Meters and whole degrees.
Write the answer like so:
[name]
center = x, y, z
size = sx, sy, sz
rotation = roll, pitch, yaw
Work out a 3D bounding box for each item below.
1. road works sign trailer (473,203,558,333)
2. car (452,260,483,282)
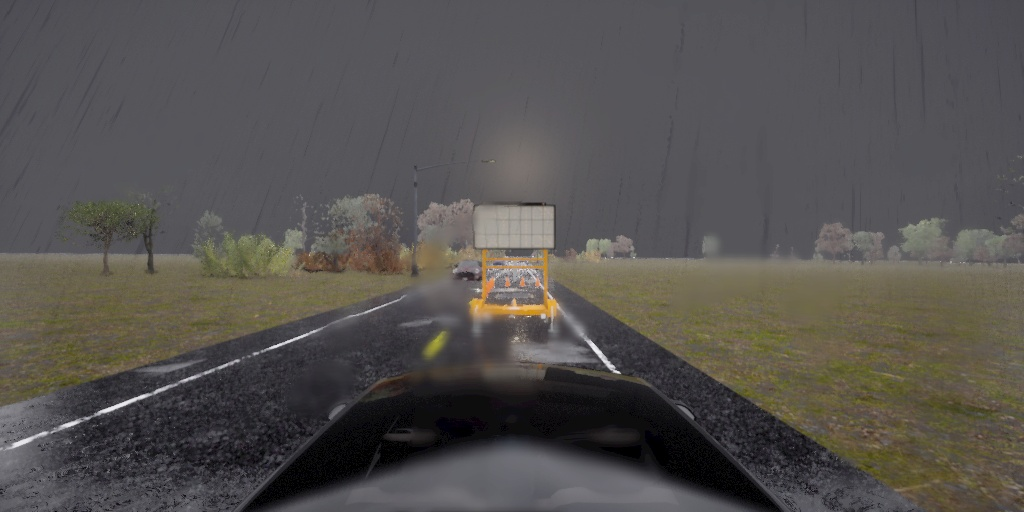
[road works sign trailer]
center = 0.087, 0.212, 10.750
size = 2.380, 3.560, 2.880
rotation = 0, 0, 0
[car]
center = -3.339, 1.099, 28.273
size = 2.097, 1.767, 4.553
rotation = 0, 0, 1
